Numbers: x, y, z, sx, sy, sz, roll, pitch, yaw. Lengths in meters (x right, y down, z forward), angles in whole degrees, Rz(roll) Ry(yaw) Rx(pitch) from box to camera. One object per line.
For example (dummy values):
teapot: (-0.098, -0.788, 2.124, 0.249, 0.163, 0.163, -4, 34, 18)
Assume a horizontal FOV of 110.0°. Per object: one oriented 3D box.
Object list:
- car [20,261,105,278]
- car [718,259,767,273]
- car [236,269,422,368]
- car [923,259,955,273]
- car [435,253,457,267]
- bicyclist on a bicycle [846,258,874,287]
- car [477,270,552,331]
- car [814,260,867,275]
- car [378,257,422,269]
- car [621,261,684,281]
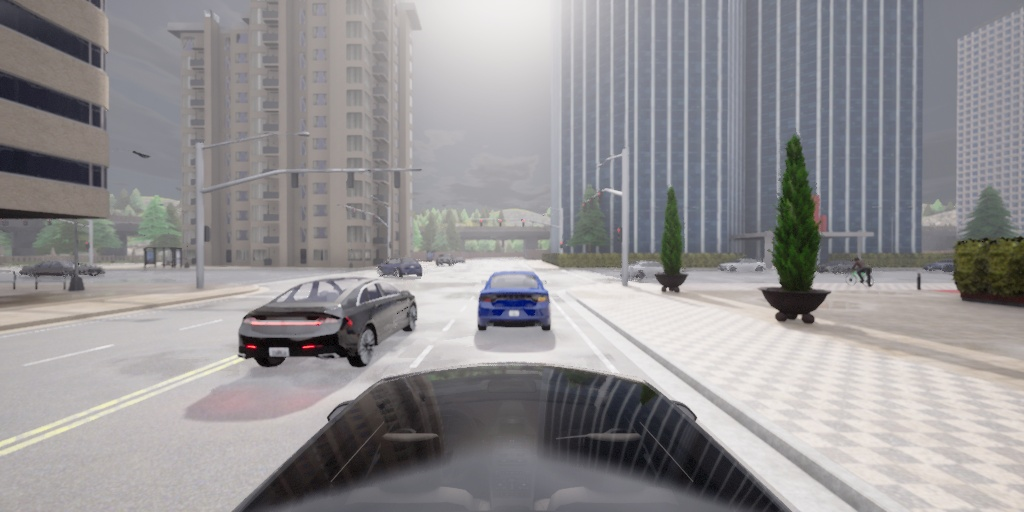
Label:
car: (-38.037, 1.103, 30.388, 5.357, 1.411, 2.033, 0, 0, 0)
car: (24.550, 1.029, 38.284, 4.674, 1.442, 1.812, 0, 0, -1)
car: (-3.451, 1.201, 7.758, 2.128, 1.511, 4.902, 0, 0, 0)
car: (47.144, 1.028, 38.457, 4.674, 1.442, 1.812, 0, 0, 0)
car: (-10.627, 0.598, 57.159, 2.150, 2.045, 5.566, 0, 0, 0)
bicyclist on a bicycle: (19.617, 0.926, 20.245, 0.582, 1.620, 1.656, 0, 0, -1)
car: (0.063, 1.166, 10.799, 1.882, 1.535, 5.008, 0, 0, 0)
car: (31.970, 1.090, 34.864, 4.181, 1.385, 1.994, 0, 0, -1)
car: (-9.712, 0.905, 30.875, 4.553, 1.767, 2.097, 0, 1, 44)
car: (10.713, 1.102, 27.451, 4.674, 1.442, 1.812, 0, 0, -3)
